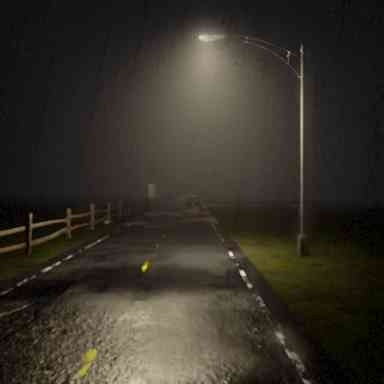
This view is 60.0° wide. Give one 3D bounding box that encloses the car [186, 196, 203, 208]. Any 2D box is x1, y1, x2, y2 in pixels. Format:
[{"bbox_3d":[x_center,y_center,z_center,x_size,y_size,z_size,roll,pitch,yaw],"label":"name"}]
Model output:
[{"bbox_3d":[0.330,1.291,43.167,1.837,1.490,4.892,0,0,4],"label":"car"}]
